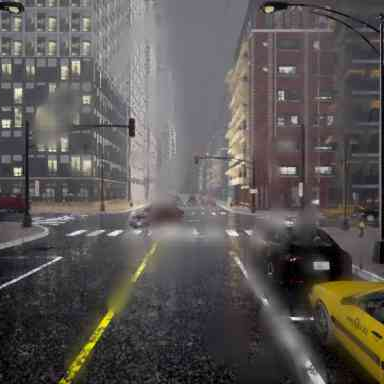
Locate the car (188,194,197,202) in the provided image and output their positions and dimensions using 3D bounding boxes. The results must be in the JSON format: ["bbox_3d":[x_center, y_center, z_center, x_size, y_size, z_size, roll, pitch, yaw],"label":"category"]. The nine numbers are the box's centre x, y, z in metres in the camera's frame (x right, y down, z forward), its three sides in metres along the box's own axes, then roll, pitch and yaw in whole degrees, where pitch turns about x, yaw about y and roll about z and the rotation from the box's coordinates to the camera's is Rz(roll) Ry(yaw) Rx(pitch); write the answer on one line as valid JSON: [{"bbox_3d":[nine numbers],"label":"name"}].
[{"bbox_3d":[0.002,1.547,73.613,1.812,1.442,4.674,0,0,0],"label":"car"}]

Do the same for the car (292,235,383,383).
[{"bbox_3d":[2.693,1.525,3.478,1.752,1.417,4.829,0,0,0],"label":"car"}]

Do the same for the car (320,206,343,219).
[{"bbox_3d":[14.644,1.837,31.331,4.829,1.417,1.752,1,-1,0],"label":"car"}]

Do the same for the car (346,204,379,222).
[{"bbox_3d":[16.392,1.840,28.741,4.892,1.490,1.837,1,0,-1],"label":"car"}]

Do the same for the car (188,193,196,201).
[{"bbox_3d":[0.002,1.227,83.585,2.097,1.767,4.553,0,0,0],"label":"car"}]

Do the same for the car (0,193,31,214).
[{"bbox_3d":[-17.692,1.030,31.053,5.009,1.841,2.192,1,-1,0],"label":"car"}]

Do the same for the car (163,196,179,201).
[{"bbox_3d":[-3.118,1.557,43.281,2.033,1.411,5.357,0,0,-4],"label":"car"}]

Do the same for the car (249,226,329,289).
[{"bbox_3d":[2.692,1.566,8.991,1.947,1.339,4.313,0,0,0],"label":"car"}]

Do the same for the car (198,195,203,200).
[{"bbox_3d":[2.692,1.574,63.931,2.008,1.369,4.403,0,0,0],"label":"car"}]

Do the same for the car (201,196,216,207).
[{"bbox_3d":[2.742,1.596,51.014,1.802,1.307,4.206,0,0,0],"label":"car"}]

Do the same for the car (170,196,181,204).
[{"bbox_3d":[-3.053,1.528,63.716,1.837,1.490,4.892,0,0,0],"label":"car"}]

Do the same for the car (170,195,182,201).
[{"bbox_3d":[-3.082,1.580,53.301,1.994,1.385,4.181,0,0,1],"label":"car"}]

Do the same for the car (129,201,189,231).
[{"bbox_3d":[-2.051,1.526,20.962,1.812,1.442,4.674,0,0,25],"label":"car"}]

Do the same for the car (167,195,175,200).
[{"bbox_3d":[-5.688,1.599,92.174,2.008,1.369,4.403,0,0,0],"label":"car"}]

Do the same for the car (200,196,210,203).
[{"bbox_3d":[2.693,1.578,69.579,2.008,1.369,4.403,0,0,0],"label":"car"}]
